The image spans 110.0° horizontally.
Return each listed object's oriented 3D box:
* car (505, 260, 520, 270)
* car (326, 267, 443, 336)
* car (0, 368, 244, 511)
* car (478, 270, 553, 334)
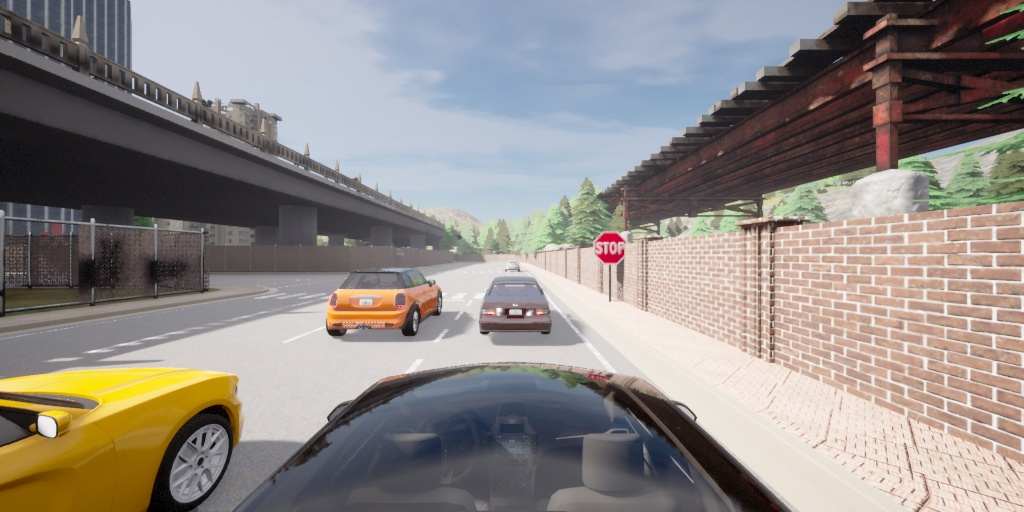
[{"bbox_3d":[0.067,1.276,46.376,1.812,1.442,4.674,0,0,-1],"label":"car"},{"bbox_3d":[-3.423,1.102,10.515,2.097,1.767,4.553,0,0,0],"label":"car"},{"bbox_3d":[-3.398,1.228,1.257,1.882,1.535,5.008,0,0,0],"label":"car"},{"bbox_3d":[0.078,1.297,10.537,2.033,1.411,5.357,0,0,0],"label":"car"}]
